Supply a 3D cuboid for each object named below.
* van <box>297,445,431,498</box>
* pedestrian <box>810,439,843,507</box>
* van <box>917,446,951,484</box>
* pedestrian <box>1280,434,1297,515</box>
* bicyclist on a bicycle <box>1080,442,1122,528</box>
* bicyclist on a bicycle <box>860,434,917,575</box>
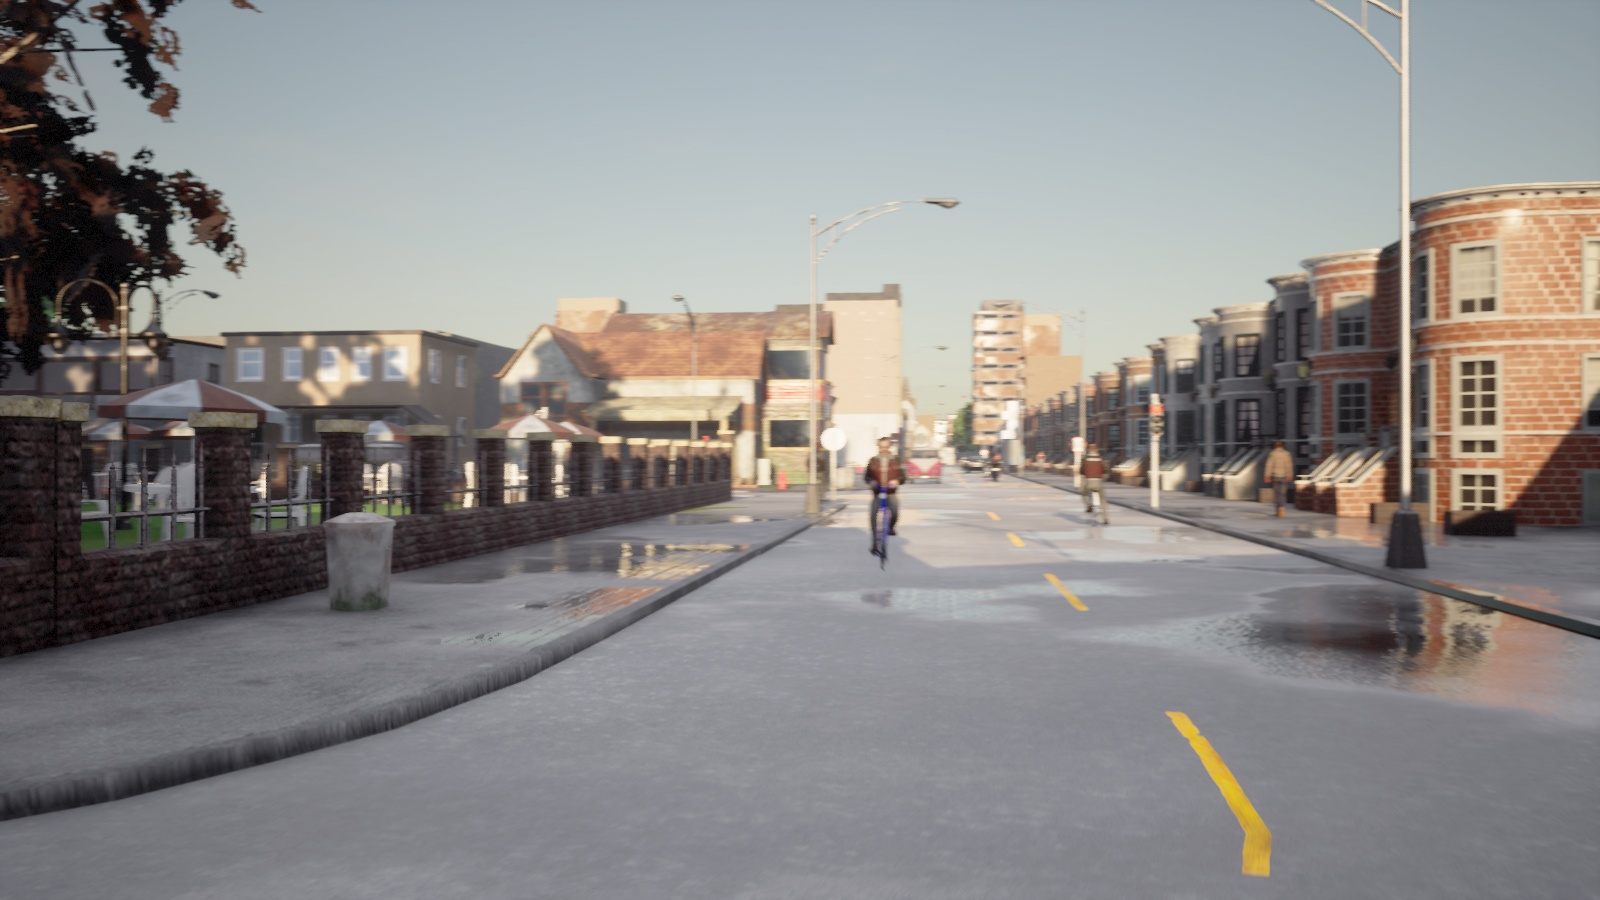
[{"bbox_3d":[-16.464,0.807,47.519,4.442,1.987,1.775,0,0,5],"label":"van"},{"bbox_3d":[0.744,0.640,35.338,0.563,1.883,0.849,0,0,32],"label":"pedestrian"},{"bbox_3d":[7.289,0.812,68.048,1.775,1.987,4.442,0,0,7],"label":"van"},{"bbox_3d":[11.103,0.544,28.553,0.328,1.805,0.869,0,0,19],"label":"pedestrian"},{"bbox_3d":[6.409,0.725,26.802,0.659,1.776,1.843,0,0,7],"label":"bicyclist on a bicycle"},{"bbox_3d":[1.202,0.695,16.792,0.659,1.776,1.843,0,-1,7],"label":"bicyclist on a bicycle"}]
